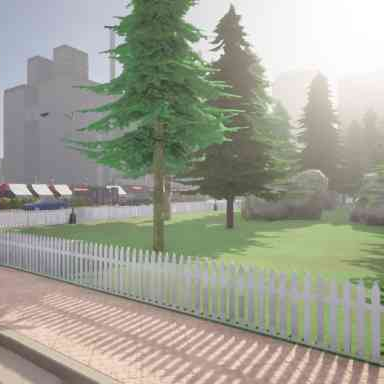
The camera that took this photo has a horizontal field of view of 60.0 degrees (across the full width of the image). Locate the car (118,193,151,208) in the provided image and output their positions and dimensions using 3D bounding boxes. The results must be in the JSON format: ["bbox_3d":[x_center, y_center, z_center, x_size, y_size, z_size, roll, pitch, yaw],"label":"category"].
[{"bbox_3d":[-8.480,1.220,49.527,2.150,2.045,5.566,0,0,34],"label":"car"}]

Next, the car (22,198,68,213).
[{"bbox_3d":[-16.542,1.477,37.611,1.882,1.535,5.008,0,0,34],"label":"car"}]
